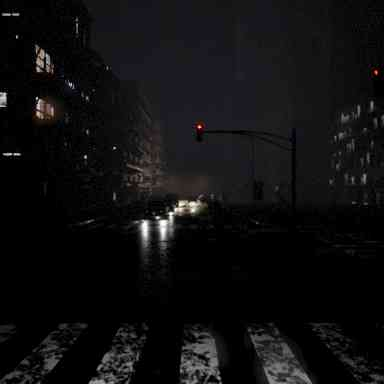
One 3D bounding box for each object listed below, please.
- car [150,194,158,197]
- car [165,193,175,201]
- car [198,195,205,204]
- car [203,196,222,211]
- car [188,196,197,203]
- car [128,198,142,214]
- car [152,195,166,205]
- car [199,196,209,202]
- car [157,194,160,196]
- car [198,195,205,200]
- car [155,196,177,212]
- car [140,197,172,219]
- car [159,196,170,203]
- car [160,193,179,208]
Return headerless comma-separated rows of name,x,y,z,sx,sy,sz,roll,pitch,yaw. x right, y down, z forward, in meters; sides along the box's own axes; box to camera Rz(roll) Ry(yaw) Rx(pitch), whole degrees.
car,-5.693,1.436,41.034,1.967,1.590,4.097,-1,0,0
car,-5.684,1.322,86.226,2.192,1.841,5.009,-1,0,0
car,2.662,1.551,63.685,2.008,1.369,4.403,-1,0,0
car,2.656,1.540,41.090,1.887,1.381,4.507,-1,0,0
car,0.119,1.549,69.808,2.033,1.411,5.357,0,0,0
car,-5.692,1.540,35.385,1.887,1.381,4.507,-1,0,0
car,-5.689,1.439,57.981,1.967,1.590,4.097,-1,0,0
car,2.664,1.548,74.984,1.887,1.381,4.507,-1,0,0
car,-5.692,1.312,52.333,2.192,1.841,5.009,-1,0,0
car,2.668,1.534,92.101,1.752,1.417,4.829,-1,0,0
car,-3.086,1.521,39.109,1.812,1.442,4.674,0,0,0
car,-3.092,1.500,29.354,1.837,1.490,4.892,0,0,0
car,-5.684,1.583,69.279,1.802,1.307,4.206,-1,0,0
car,-3.078,1.218,49.456,2.150,2.045,5.566,0,0,0
